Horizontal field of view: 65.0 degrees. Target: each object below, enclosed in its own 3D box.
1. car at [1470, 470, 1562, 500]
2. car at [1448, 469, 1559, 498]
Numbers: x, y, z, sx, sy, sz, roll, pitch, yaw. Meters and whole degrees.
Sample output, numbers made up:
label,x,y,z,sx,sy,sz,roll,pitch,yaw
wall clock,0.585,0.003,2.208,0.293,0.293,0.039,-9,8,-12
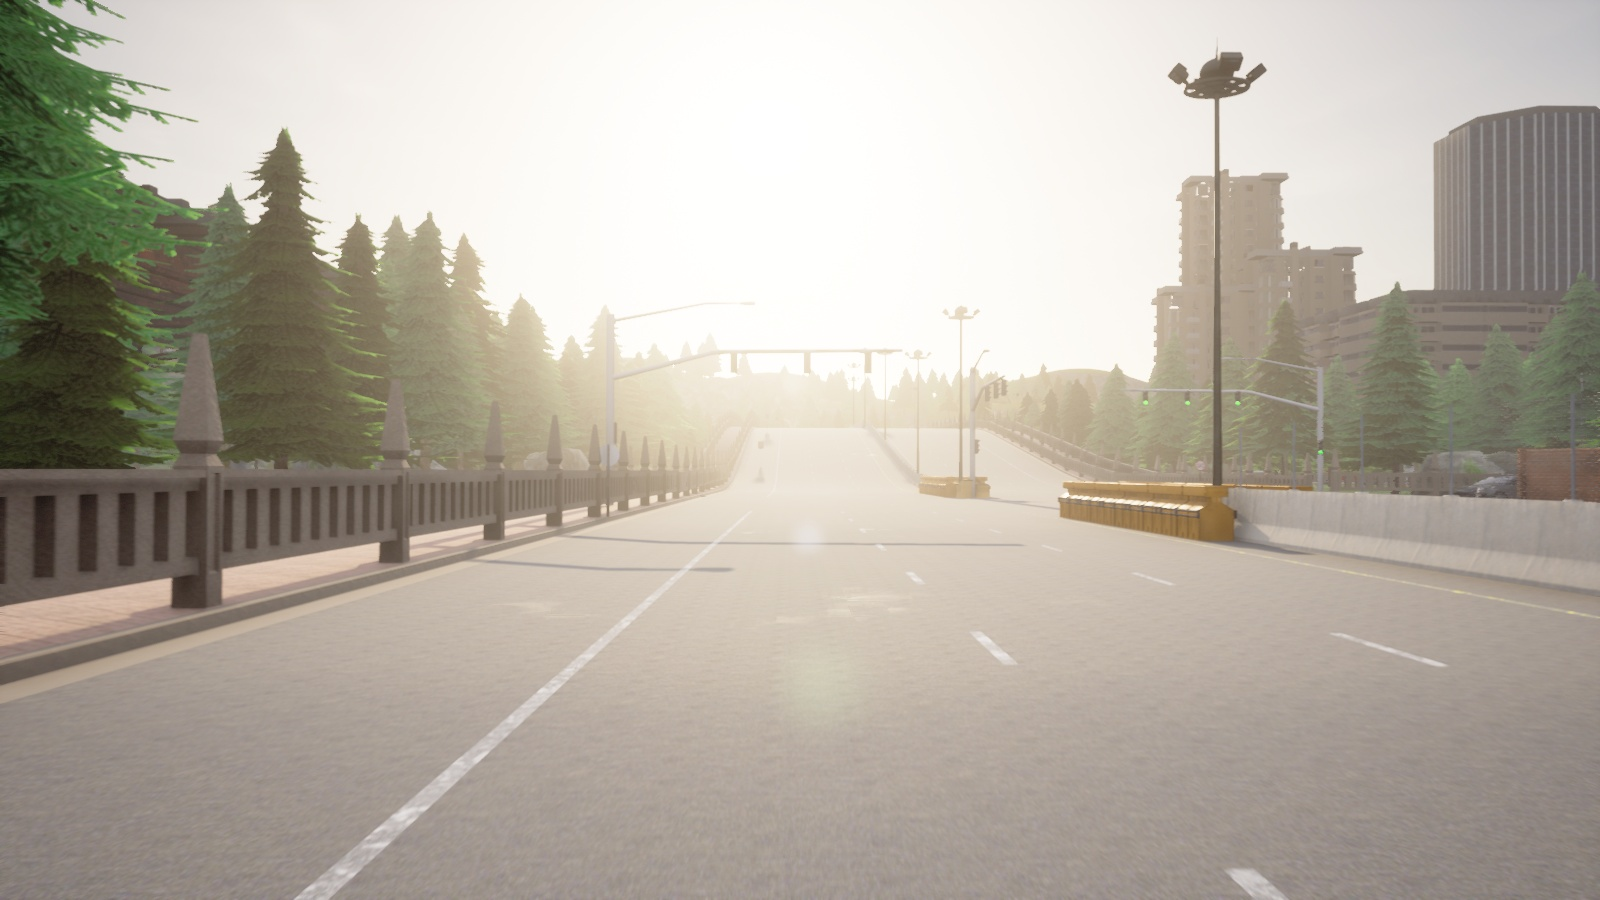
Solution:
label,x,y,z,sx,sy,sz,roll,pitch,yaw
car,36.562,1.757,64.189,3.633,1.501,1.845,0,-1,0
car,37.881,1.796,67.698,4.792,1.488,2.163,0,-1,0
